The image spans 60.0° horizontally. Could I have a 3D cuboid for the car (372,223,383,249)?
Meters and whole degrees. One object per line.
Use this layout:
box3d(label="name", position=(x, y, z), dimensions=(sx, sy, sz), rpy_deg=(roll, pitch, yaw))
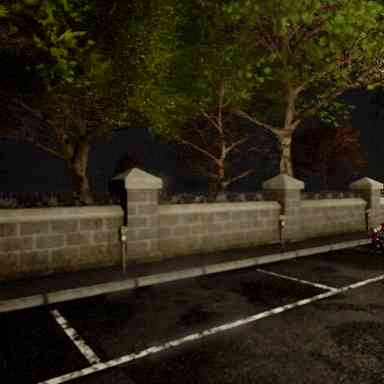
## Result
box3d(label="car", position=(8.659, 1.368, 12.748), dimensions=(4.097, 1.590, 1.967), rpy_deg=(0, 0, -36))
